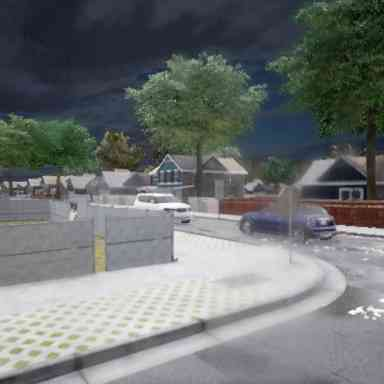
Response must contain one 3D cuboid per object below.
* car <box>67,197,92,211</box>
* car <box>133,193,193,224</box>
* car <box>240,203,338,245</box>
[{"bbox_3d":[-13.276,1.333,39.065,1.882,1.535,5.008,0,0,-35],"label":"car"},{"bbox_3d":[-2.156,1.122,23.125,2.150,2.045,5.566,0,0,-35],"label":"car"},{"bbox_3d":[4.346,1.276,15.684,2.097,1.767,4.553,1,0,-34],"label":"car"}]
